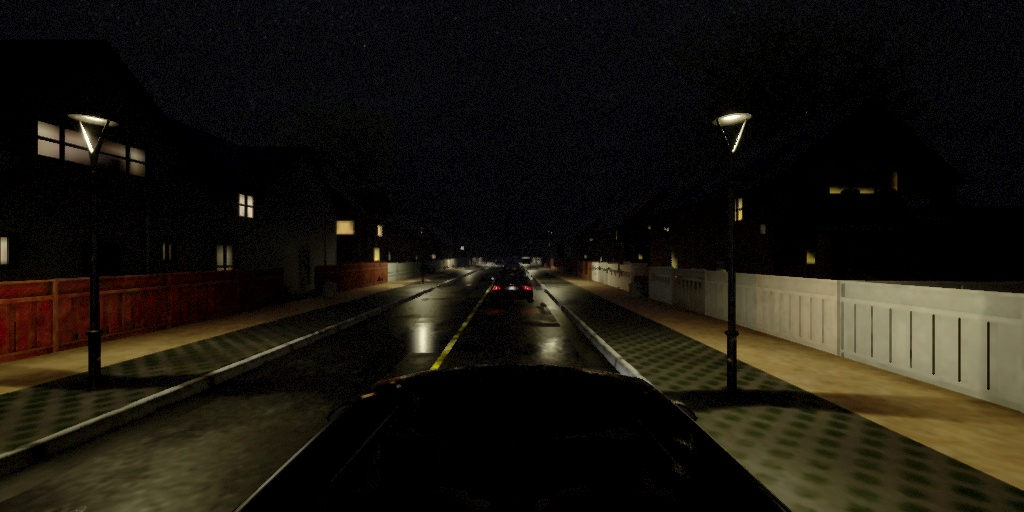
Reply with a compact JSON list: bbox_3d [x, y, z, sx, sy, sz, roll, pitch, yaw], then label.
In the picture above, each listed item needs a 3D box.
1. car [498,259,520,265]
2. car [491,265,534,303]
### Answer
[{"bbox_3d":[0.000,1.277,31.501,1.812,1.442,4.674,0,0,0],"label":"car"},{"bbox_3d":[0.000,1.311,16.501,2.033,1.411,5.357,0,0,0],"label":"car"}]
